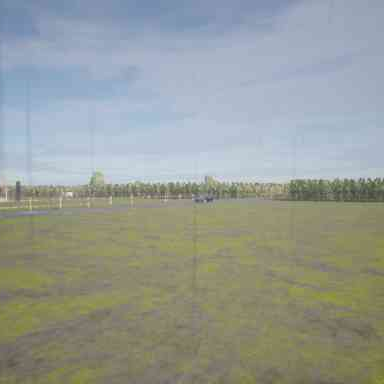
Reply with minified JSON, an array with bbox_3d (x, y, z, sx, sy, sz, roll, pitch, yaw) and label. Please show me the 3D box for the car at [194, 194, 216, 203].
[{"bbox_3d":[2.353,1.125,58.403,1.837,1.490,4.892,0,0,36],"label":"car"}]
